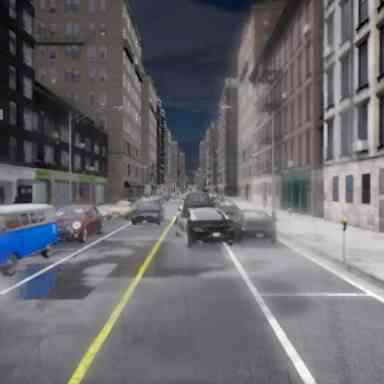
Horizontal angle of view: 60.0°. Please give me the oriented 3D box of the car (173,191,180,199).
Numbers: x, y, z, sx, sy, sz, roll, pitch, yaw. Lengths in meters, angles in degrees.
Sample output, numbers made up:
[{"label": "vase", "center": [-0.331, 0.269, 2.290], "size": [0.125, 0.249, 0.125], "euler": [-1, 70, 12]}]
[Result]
[{"label": "car", "center": [-2.712, 0.949, 64.232], "size": [1.895, 1.301, 4.718], "euler": [0, 0, 0]}]

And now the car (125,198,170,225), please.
[{"label": "car", "center": [-2.839, 1.392, 22.648], "size": [2.033, 1.411, 5.357], "euler": [0, 0, 0]}]

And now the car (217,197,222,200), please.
[{"label": "car", "center": [2.653, 1.373, 25.963], "size": [2.008, 1.369, 4.403], "euler": [0, 0, 0]}]

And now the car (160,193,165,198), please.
[{"label": "car", "center": [-5.360, 1.223, 47.627], "size": [2.008, 1.369, 4.403], "euler": [0, 0, 0]}]

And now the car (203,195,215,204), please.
[{"label": "car", "center": [2.669, 1.156, 53.196], "size": [1.752, 1.417, 4.829], "euler": [0, 0, 0]}]

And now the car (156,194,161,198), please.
[{"label": "car", "center": [-5.363, 1.293, 42.215], "size": [1.802, 1.307, 4.206], "euler": [0, 0, 0]}]

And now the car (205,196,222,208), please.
[{"label": "car", "center": [2.662, 1.277, 42.201], "size": [1.947, 1.339, 4.313], "euler": [0, 0, 0]}]

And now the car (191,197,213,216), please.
[{"label": "car", "center": [0.843, 1.269, 30.667], "size": [1.882, 1.535, 5.008], "euler": [0, 0, 0]}]

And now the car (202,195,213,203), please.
[{"label": "car", "center": [2.672, 1.173, 58.439], "size": [1.802, 1.307, 4.206], "euler": [0, 0, 0]}]

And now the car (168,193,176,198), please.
[{"label": "car", "center": [-5.334, 0.904, 90.328], "size": [2.008, 1.369, 4.403], "euler": [0, 0, 0]}]

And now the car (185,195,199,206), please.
[{"label": "car", "center": [0.029, 1.203, 49.872], "size": [2.033, 1.411, 5.357], "euler": [0, 0, 0]}]

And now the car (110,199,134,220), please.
[{"label": "car", "center": [-5.373, 1.349, 25.807], "size": [1.752, 1.417, 4.829], "euler": [0, 0, 0]}]

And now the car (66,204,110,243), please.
[{"label": "car", "center": [-5.379, 1.337, 15.151], "size": [1.967, 1.590, 4.097], "euler": [0, 0, 0]}]

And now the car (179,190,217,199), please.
[{"label": "car", "center": [0.496, 1.053, 24.735], "size": [2.150, 2.045, 5.566], "euler": [0, 0, 2]}]

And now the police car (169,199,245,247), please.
[{"label": "police car", "center": [0.390, 1.325, 14.652], "size": [1.930, 1.638, 5.238], "euler": [0, 0, -11]}]

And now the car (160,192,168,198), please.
[{"label": "car", "center": [-5.356, 1.182, 53.040], "size": [2.008, 1.369, 4.403], "euler": [0, 0, 0]}]

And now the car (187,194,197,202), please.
[{"label": "car", "center": [0.038, 1.068, 65.211], "size": [1.812, 1.442, 4.674], "euler": [0, 0, 0]}]

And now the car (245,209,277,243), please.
[{"label": "car", "center": [2.646, 1.447, 15.138], "size": [2.008, 1.369, 4.403], "euler": [0, 0, 0]}]

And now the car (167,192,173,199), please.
[{"label": "car", "center": [-5.350, 0.866, 63.863], "size": [2.192, 1.841, 5.009], "euler": [0, 0, 0]}]

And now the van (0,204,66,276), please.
[{"label": "van", "center": [-5.382, 1.274, 9.738], "size": [1.690, 1.788, 3.998], "euler": [0, 0, 0]}]

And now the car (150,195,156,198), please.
[{"label": "car", "center": [-5.366, 1.275, 36.632], "size": [1.752, 1.417, 4.829], "euler": [0, 0, 0]}]

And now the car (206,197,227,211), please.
[{"label": "car", "center": [2.659, 1.314, 36.788], "size": [1.947, 1.339, 4.313], "euler": [0, 0, 0]}]
